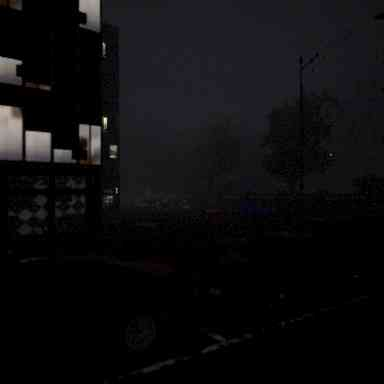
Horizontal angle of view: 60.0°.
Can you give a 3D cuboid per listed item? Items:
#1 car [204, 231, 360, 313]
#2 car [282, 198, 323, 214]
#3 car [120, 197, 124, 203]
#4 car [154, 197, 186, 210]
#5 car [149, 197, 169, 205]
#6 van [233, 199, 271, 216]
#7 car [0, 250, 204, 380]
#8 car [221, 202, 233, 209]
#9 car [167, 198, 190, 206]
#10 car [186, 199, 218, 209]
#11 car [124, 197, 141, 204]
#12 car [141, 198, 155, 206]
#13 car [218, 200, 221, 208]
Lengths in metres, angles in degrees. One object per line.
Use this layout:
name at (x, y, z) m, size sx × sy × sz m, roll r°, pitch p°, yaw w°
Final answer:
car at (2.240, 1.624, 7.796) m, size 4.313 × 1.339 × 1.947 m, roll 1°, pitch -1°, yaw -35°
car at (13.477, 1.630, 40.715) m, size 2.192 × 1.841 × 5.009 m, roll 0°, pitch 0°, yaw -36°
car at (-16.619, 1.964, 81.438) m, size 2.008 × 1.369 × 4.403 m, roll 0°, pitch 0°, yaw -36°
car at (-3.300, 1.926, 49.667) m, size 2.008 × 1.369 × 4.403 m, roll 0°, pitch 0°, yaw -36°
car at (-6.801, 1.856, 68.662) m, size 1.882 × 1.535 × 5.008 m, roll 0°, pitch 0°, yaw -36°
van at (6.735, 1.686, 36.091) m, size 1.690 × 1.788 × 3.998 m, roll 0°, pitch 0°, yaw -36°
car at (-2.231, 1.551, 4.519) m, size 4.507 × 1.381 × 1.887 m, roll 1°, pitch -1°, yaw -35°
car at (6.790, 1.917, 49.762) m, size 1.802 × 1.307 × 4.206 m, roll 0°, pitch 0°, yaw -36°
car at (-2.635, 1.869, 63.037) m, size 1.837 × 1.490 × 4.892 m, roll 0°, pitch 0°, yaw -36°
car at (1.412, 1.955, 52.484) m, size 1.895 × 1.301 × 4.718 m, roll 0°, pitch 0°, yaw -36°
car at (-13.275, 1.946, 76.905) m, size 1.887 × 1.381 × 4.507 m, roll 0°, pitch 0°, yaw -36°
car at (-7.364, 1.889, 64.352) m, size 1.837 × 1.490 × 4.892 m, roll 0°, pitch 0°, yaw -36°
car at (3.345, 1.871, 54.423) m, size 1.752 × 1.417 × 4.829 m, roll 0°, pitch 0°, yaw -36°
